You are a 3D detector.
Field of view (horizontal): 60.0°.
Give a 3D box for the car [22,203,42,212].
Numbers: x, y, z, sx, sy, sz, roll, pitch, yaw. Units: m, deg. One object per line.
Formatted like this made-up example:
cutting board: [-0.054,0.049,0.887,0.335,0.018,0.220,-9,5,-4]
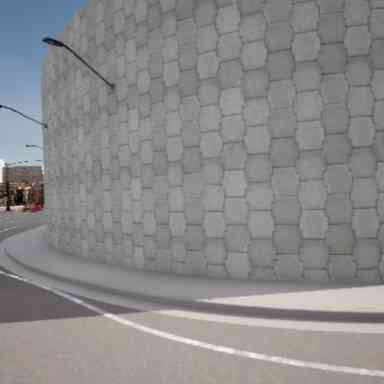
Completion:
car: [-30.240,2.848,62.885,2.097,1.767,4.553,-2,0,-4]
